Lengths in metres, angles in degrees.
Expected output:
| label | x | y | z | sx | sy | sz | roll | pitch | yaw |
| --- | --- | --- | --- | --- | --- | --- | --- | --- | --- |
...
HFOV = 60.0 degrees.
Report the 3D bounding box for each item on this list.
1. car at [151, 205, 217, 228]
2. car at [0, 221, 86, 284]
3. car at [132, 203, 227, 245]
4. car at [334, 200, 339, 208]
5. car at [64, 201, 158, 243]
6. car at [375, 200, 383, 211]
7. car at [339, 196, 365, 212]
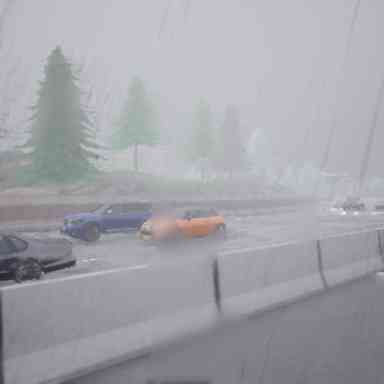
| label | x | y | z | sx | sy | sz | roll | pitch | yaw |
| --- | --- | --- | --- | --- | --- | --- | --- | --- | --- |
| car | -0.549 | 1.851 | 26.008 | 4.902 | 1.511 | 2.128 | 0 | -1 | -42 |
| car | -5.791 | 1.720 | 8.483 | 5.357 | 1.411 | 2.033 | 0 | -1 | -35 |
| car | -0.385 | 1.590 | 17.014 | 4.553 | 1.767 | 2.097 | 0 | -1 | -39 |
| car | 26.229 | 2.144 | 58.388 | 1.895 | 1.301 | 4.718 | -1 | -1 | 31 |
| car | -4.238 | 1.516 | 18.384 | 5.566 | 2.045 | 2.150 | 1 | -1 | -38 |
| car | 26.669 | 1.855 | 46.181 | 1.882 | 1.535 | 5.008 | -1 | -1 | 35 |
| car | 22.868 | 1.637 | 46.803 | 2.150 | 2.045 | 5.566 | -1 | -1 | 36 |
